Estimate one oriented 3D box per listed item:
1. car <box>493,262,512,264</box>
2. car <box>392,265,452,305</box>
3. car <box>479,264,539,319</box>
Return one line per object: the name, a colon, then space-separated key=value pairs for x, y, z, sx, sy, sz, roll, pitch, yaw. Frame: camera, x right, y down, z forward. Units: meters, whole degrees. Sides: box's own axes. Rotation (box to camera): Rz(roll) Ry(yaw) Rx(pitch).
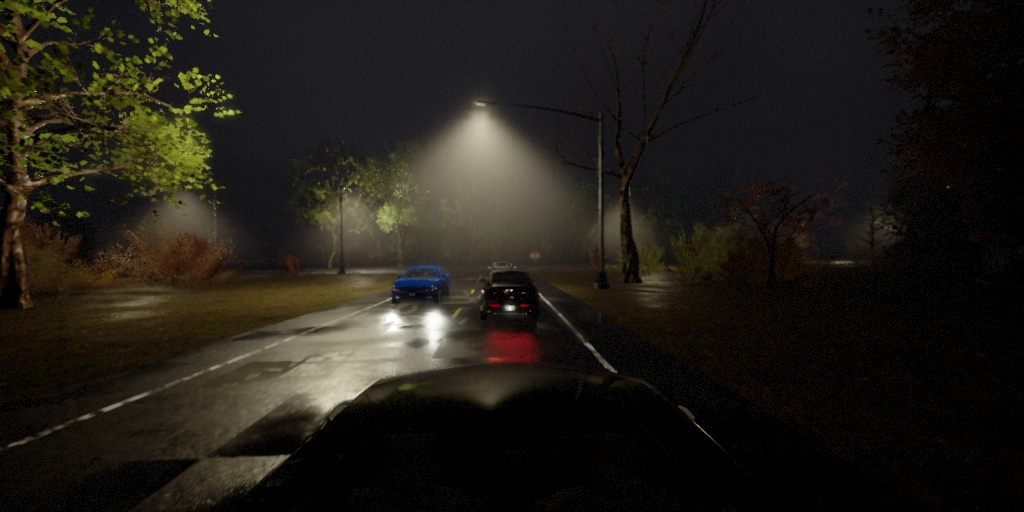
car: x=-0.722 y=1.183 z=26.550 sx=1.837 sy=1.490 sz=4.892 roll=0 pitch=0 yaw=-3
car: x=-3.905 y=1.189 z=16.144 sx=1.882 sy=1.535 sz=5.008 roll=0 pitch=0 yaw=-2
car: x=-0.116 y=1.225 z=12.686 sx=1.837 sy=1.490 sz=4.892 roll=0 pitch=0 yaw=-1
